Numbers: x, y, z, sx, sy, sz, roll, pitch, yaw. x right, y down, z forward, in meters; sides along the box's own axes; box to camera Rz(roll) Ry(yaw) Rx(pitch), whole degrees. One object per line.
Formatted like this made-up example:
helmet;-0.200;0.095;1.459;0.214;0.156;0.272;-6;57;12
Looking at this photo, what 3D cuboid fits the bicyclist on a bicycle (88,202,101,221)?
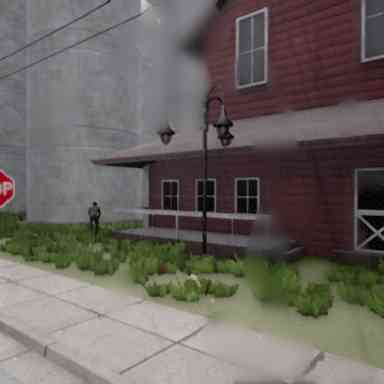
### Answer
bicyclist on a bicycle;-4.185;1.254;14.284;0.582;1.620;1.656;0;1;-10
